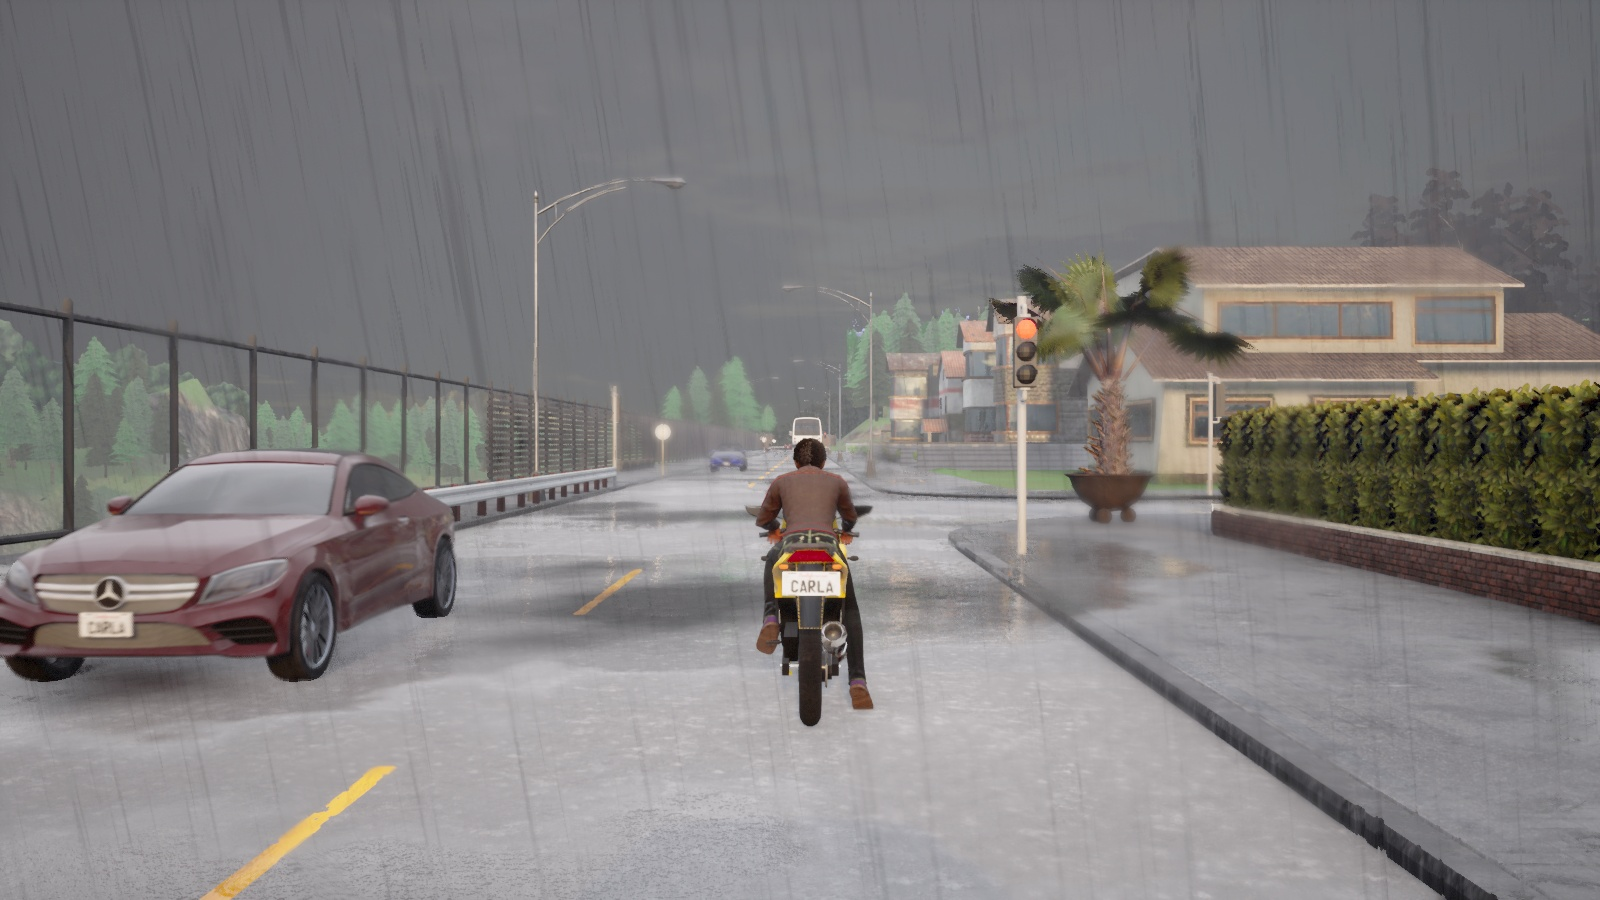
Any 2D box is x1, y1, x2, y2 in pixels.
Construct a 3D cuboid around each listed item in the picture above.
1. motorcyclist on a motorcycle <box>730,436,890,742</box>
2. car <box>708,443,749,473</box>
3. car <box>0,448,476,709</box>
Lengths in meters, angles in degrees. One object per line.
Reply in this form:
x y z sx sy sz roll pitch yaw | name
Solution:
0.056 0.688 7.269 0.797 1.523 2.044 0 0 0 | motorcyclist on a motorcycle
-3.624 0.394 64.315 1.816 1.474 4.193 0 0 0 | car
-3.937 0.716 9.382 1.812 1.442 4.674 0 0 0 | car
